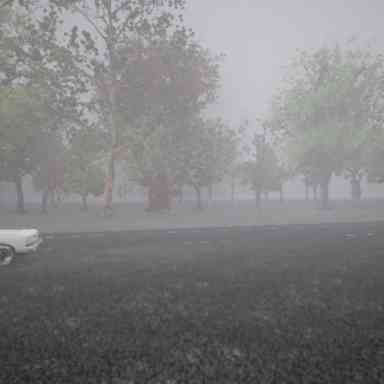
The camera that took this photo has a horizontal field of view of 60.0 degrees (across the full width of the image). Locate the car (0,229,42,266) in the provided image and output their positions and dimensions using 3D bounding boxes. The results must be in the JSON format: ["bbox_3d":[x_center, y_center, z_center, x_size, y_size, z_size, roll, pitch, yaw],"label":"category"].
[{"bbox_3d":[-7.270,1.541,10.267,4.718,1.301,1.895,0,0,-15],"label":"car"}]
